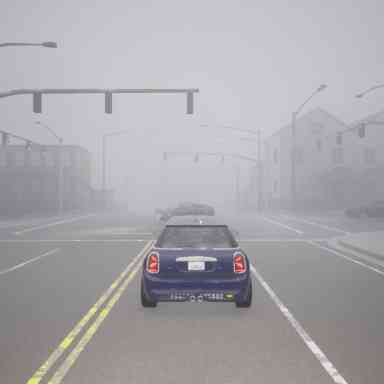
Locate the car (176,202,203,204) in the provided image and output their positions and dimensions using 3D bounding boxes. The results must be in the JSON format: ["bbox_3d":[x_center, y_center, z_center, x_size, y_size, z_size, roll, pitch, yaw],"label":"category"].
[{"bbox_3d":[-0.486,1.452,23.184,4.902,1.511,2.128,0,0,-45],"label":"car"}]

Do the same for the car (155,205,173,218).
[{"bbox_3d":[-3.558,2.570,42.599,1.895,1.301,4.718,0,-8,0],"label":"car"}]

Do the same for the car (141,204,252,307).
[{"bbox_3d":[0.093,1.352,8.116,2.097,1.767,4.553,0,0,0],"label":"car"}]

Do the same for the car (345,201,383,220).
[{"bbox_3d":[15.400,1.477,27.685,5.008,1.535,1.882,0,0,-1],"label":"car"}]
